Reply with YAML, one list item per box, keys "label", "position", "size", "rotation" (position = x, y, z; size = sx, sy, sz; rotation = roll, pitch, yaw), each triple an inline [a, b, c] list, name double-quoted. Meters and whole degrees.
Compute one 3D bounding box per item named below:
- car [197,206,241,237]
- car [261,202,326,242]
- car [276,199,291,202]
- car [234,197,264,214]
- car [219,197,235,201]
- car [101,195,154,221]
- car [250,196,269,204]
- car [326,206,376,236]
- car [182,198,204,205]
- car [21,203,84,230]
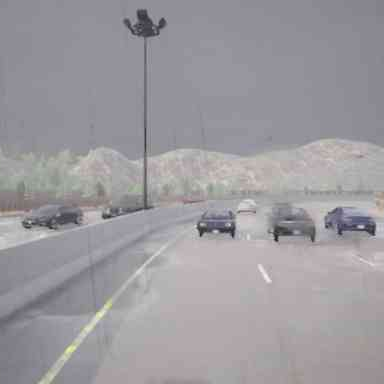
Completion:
- label: "car"
  position: [1.504, 1.601, 18.148]
  size: [1.895, 1.301, 4.718]
  rotation: [0, 0, 9]
- label: "car"
  position: [4.802, 1.492, 16.479]
  size: [2.128, 1.511, 4.902]
  rotation: [0, 0, 8]
- label: "car"
  position: [9.372, 1.492, 34.014]
  size: [2.128, 1.511, 4.902]
  rotation: [0, 0, 20]
- label: "car"
  position: [6.113, 1.526, 35.312]
  size: [1.812, 1.442, 4.674]
  rotation: [0, 0, 20]
- label: "car"
  position: [6.753, 1.548, 60.078]
  size: [2.033, 1.411, 5.357]
  rotation: [0, 0, 34]
- label: "car"
  position: [-4.554, 1.222, 24.551]
  size: [2.150, 2.045, 5.566]
  rotation: [0, 0, 13]
- label: "car"
  position: [12.681, 1.562, 62.479]
  size: [1.994, 1.385, 4.181]
  rotation: [0, 0, 36]
- label: "car"
  position: [8.699, 1.526, 18.566]
  size: [1.812, 1.442, 4.674]
  rotation: [0, 0, 10]
- label: "car"
  position: [0.130, 1.601, 55.906]
  size: [1.895, 1.301, 4.718]
  rotation: [0, 0, 30]
- label: "car"
  position: [-8.755, 1.505, 21.270]
  size: [1.837, 1.490, 4.892]
  rotation: [0, 0, 11]
